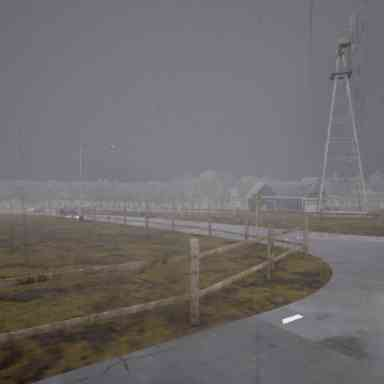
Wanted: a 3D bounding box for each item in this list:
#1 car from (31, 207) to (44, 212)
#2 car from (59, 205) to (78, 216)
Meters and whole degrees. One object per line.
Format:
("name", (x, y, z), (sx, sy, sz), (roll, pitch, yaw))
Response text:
("car", (-36.566, 4.313, 79.883), (1.812, 1.442, 4.674), (0, -3, -35))
("car", (-18.615, 2.799, 49.972), (1.837, 1.490, 4.892), (0, -2, -35))
